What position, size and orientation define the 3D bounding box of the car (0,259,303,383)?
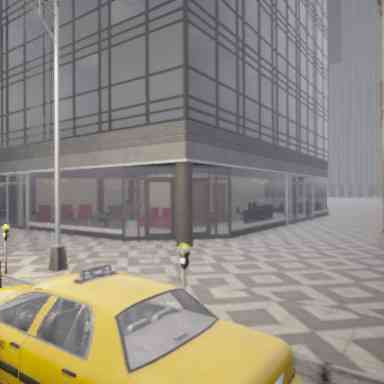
[{"bbox_3d":[-1.289,1.526,3.864,4.829,1.417,1.752,0,0,35],"label":"car"}]
